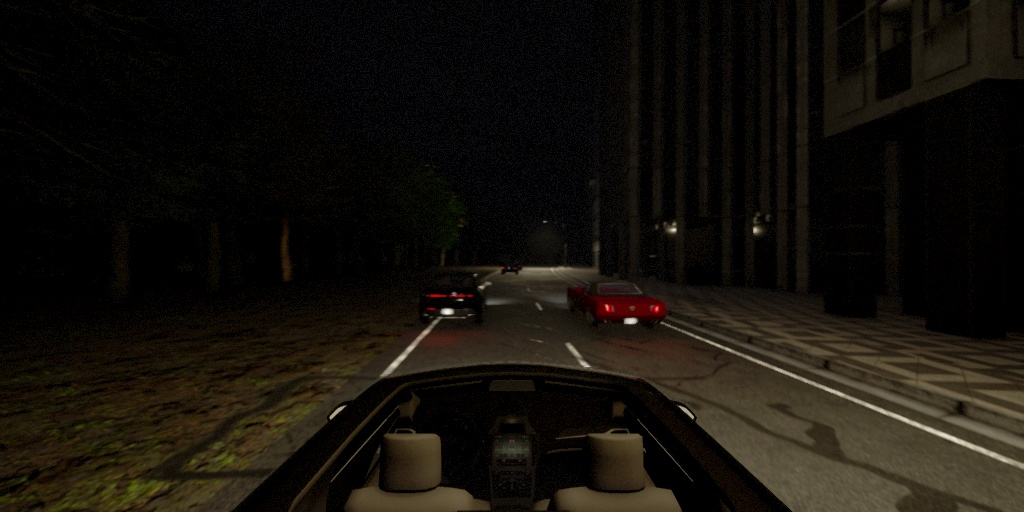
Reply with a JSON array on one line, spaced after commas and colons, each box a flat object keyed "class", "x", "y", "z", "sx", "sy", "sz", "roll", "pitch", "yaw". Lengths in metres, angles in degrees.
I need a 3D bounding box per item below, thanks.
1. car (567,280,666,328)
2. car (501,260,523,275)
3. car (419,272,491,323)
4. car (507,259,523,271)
[{"class": "car", "x": 3.064, "y": 1.421, "z": 11.659, "sx": 1.895, "sy": 1.301, "sz": 4.718, "roll": 1, "pitch": 0, "yaw": -2}, {"class": "car", "x": -0.169, "y": 1.335, "z": 40.093, "sx": 2.033, "sy": 1.411, "sz": 5.357, "roll": 1, "pitch": 0, "yaw": 3}, {"class": "car", "x": -1.811, "y": 1.261, "z": 12.090, "sx": 1.837, "sy": 1.490, "sz": 4.892, "roll": 1, "pitch": 0, "yaw": -2}, {"class": "car", "x": 0.469, "y": 1.265, "z": 51.502, "sx": 1.882, "sy": 1.535, "sz": 5.008, "roll": 1, "pitch": 0, "yaw": 6}]
